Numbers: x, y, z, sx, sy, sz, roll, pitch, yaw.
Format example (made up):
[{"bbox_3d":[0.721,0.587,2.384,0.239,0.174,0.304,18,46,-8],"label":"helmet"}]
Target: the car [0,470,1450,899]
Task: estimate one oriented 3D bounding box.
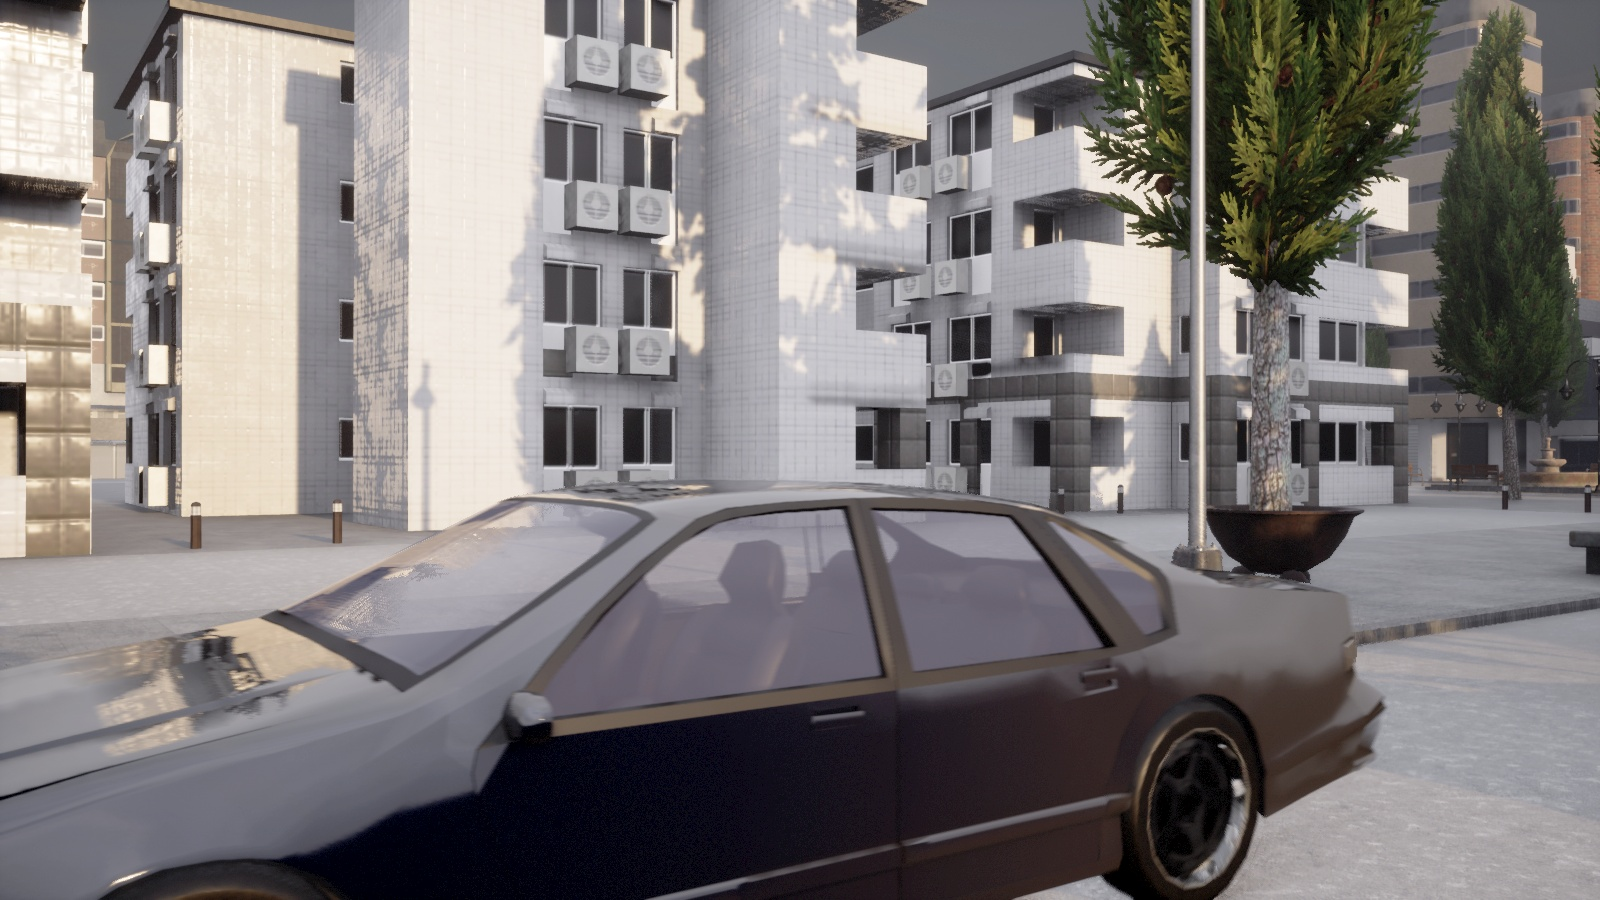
[{"bbox_3d":[-0.330,0.803,4.039,5.357,1.411,2.033,0,0,-35],"label":"car"}]
